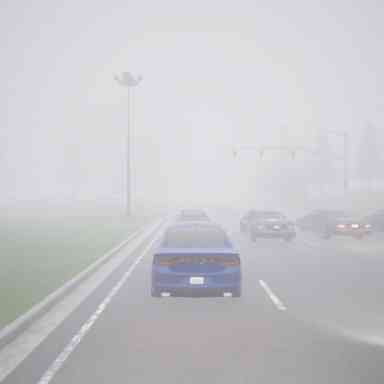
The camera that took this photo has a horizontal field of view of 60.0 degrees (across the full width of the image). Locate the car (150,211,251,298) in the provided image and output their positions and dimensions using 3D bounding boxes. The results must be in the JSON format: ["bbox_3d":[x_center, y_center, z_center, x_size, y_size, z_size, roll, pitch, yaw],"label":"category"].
[{"bbox_3d":[0.086,1.478,8.596,1.882,1.535,5.008,0,0,0],"label":"car"}]

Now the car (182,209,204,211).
[{"bbox_3d":[0.068,1.564,17.382,1.994,1.385,4.181,0,0,0],"label":"car"}]

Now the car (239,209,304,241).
[{"bbox_3d":[3.567,1.547,16.577,2.033,1.411,5.357,0,0,0],"label":"car"}]

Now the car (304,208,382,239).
[{"bbox_3d":[7.101,1.547,17.221,2.033,1.411,5.357,0,0,-3],"label":"car"}]

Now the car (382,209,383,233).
[{"bbox_3d":[10.537,1.547,17.081,2.033,1.411,5.357,0,0,2],"label":"car"}]
